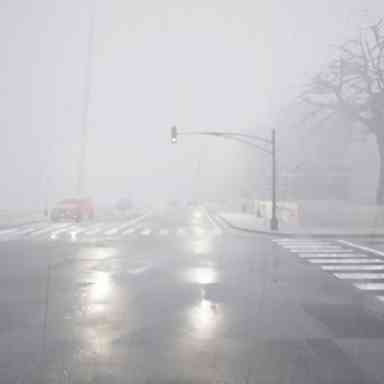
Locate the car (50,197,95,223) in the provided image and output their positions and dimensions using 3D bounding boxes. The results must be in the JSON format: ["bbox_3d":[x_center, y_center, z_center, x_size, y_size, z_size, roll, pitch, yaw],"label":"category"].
[{"bbox_3d":[-9.831,1.417,27.933,2.150,2.045,5.566,0,0,0],"label":"car"}]

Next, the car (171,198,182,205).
[{"bbox_3d":[-3.197,1.944,68.302,1.994,1.385,4.181,0,0,0],"label":"car"}]

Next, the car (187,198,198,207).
[{"bbox_3d":[0.045,1.855,58.296,1.812,1.442,4.674,0,0,0],"label":"car"}]

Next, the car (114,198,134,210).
[{"bbox_3d":[-9.762,1.654,47.963,2.097,1.767,4.553,0,0,1],"label":"car"}]

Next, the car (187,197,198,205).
[{"bbox_3d":[0.053,1.875,68.300,2.128,1.511,4.902,0,0,0],"label":"car"}]

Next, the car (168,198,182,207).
[{"bbox_3d":[-3.205,1.941,58.328,1.895,1.301,4.718,0,0,0],"label":"car"}]
